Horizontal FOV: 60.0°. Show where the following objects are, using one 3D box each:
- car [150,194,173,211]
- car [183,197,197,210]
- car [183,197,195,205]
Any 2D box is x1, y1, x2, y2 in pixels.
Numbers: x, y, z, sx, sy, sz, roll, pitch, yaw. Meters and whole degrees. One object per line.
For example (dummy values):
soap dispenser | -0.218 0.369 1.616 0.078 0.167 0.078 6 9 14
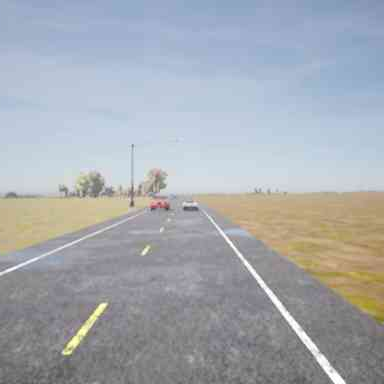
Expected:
car | -3.919 1.303 41.548 2.150 2.045 5.566 0 0 -1
car | -0.273 1.687 44.105 1.895 1.301 4.718 0 0 -1
car | -0.625 1.628 62.225 2.128 1.511 4.902 0 0 -1
